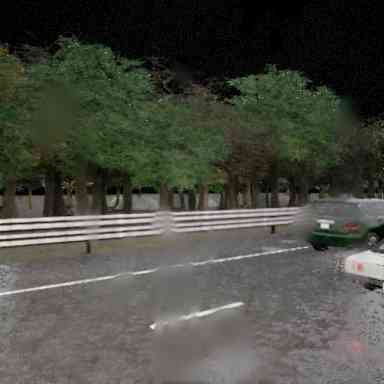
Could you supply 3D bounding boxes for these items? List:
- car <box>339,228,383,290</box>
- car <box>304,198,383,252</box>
[{"bbox_3d":[5.728,1.618,7.840,4.718,1.301,1.895,0,0,-36],"label":"car"},{"bbox_3d":[6.662,1.249,12.836,5.566,2.045,2.150,0,0,-36],"label":"car"}]
